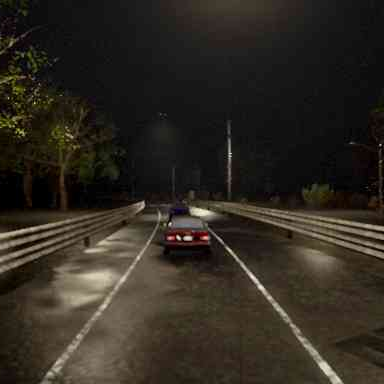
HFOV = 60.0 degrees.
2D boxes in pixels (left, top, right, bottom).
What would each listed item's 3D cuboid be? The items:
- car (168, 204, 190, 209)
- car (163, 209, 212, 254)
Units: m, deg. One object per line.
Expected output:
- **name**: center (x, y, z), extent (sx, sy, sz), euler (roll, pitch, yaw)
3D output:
- **car**: center (-1.145, 1.788, 29.521), extent (1.812, 1.442, 4.674), euler (0, 0, -5)
- **car**: center (-0.242, 1.677, 14.098), extent (2.033, 1.411, 5.357), euler (0, 0, -2)
